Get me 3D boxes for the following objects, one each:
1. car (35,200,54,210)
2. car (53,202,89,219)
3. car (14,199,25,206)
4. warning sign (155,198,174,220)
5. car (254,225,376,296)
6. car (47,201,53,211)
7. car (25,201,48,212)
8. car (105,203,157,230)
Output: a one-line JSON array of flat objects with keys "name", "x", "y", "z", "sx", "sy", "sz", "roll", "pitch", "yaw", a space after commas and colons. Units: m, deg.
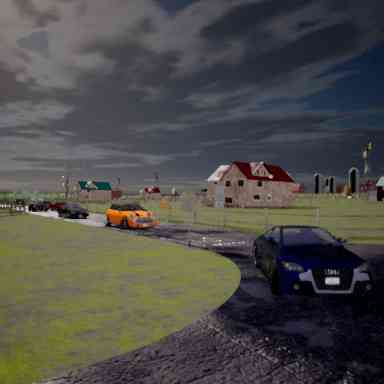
[{"name": "car", "x": -25.214, "y": 2.221, "z": 56.750, "sx": 1.882, "sy": 1.535, "sz": 5.008, "roll": 2, "pitch": -2, "yaw": -36}, {"name": "car", "x": -12.132, "y": 1.904, "z": 33.732, "sx": 2.033, "sy": 1.411, "sz": 5.357, "roll": 2, "pitch": -1, "yaw": -36}, {"name": "car", "x": -42.450, "y": 2.512, "z": 81.955, "sx": 2.097, "sy": 1.767, "sz": 4.553, "roll": 2, "pitch": -2, "yaw": -36}, {"name": "warning sign", "x": -2.457, "y": 1.483, "z": 29.453, "sx": 1.300, "sy": 1.860, "sz": 1.060, "roll": 2, "pitch": -1, "yaw": -36}, {"name": "car", "x": 2.823, "y": 1.561, "z": 8.545, "sx": 1.994, "sy": 1.385, "sz": 4.181, "roll": 0, "pitch": 0, "yaw": 1}, {"name": "car", "x": -19.160, "y": 2.140, "z": 48.422, "sx": 1.812, "sy": 1.442, "sz": 4.674, "roll": 2, "pitch": -2, "yaw": -36}, {"name": "car", "x": -22.070, "y": 2.144, "z": 47.573, "sx": 1.994, "sy": 1.385, "sz": 4.181, "roll": 2, "pitch": -2, "yaw": -36}, {"name": "car", "x": -4.266, "y": 1.553, "z": 22.902, "sx": 2.097, "sy": 1.767, "sz": 4.553, "roll": 2, "pitch": -2, "yaw": -36}]
